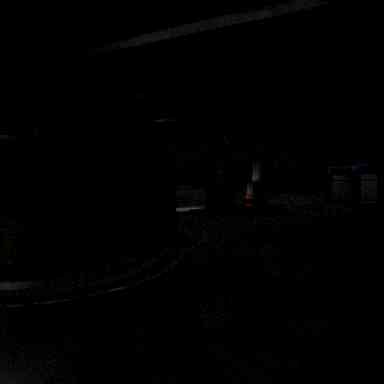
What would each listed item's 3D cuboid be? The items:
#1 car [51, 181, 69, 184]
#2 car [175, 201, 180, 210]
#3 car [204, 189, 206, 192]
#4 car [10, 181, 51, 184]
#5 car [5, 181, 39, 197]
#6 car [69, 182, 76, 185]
[{"bbox_3d":[-26.759,-1.255,65.454,3.866,1.878,1.905,2,2,35],"label":"car"},{"bbox_3d":[-3.025,0.916,26.093,1.895,1.301,4.718,2,2,35],"label":"car"},{"bbox_3d":[4.905,-0.325,65.594,5.027,1.636,2.152,2,2,35],"label":"car"},{"bbox_3d":[-17.219,-0.177,35.207,3.866,1.878,1.905,2,2,35],"label":"car"},{"bbox_3d":[-21.750,-0.462,42.425,4.605,1.855,1.932,2,2,35],"label":"car"},{"bbox_3d":[-25.420,-1.282,68.066,4.605,1.855,1.932,2,2,35],"label":"car"}]
